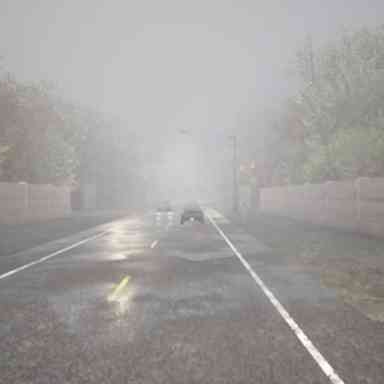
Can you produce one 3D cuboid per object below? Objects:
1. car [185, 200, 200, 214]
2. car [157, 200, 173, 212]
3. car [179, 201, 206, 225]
[{"bbox_3d":[0.097,1.905,43.240,1.837,1.490,4.892,0,0,0],"label":"car"},{"bbox_3d":[-3.557,1.915,44.885,1.837,1.490,4.892,0,0,0],"label":"car"},{"bbox_3d":[0.029,1.763,26.697,1.837,1.490,4.892,0,0,0],"label":"car"}]
